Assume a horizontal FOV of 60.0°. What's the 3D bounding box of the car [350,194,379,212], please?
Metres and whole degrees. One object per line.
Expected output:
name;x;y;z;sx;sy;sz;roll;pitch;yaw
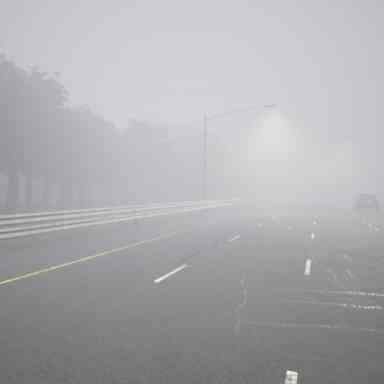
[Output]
car;19.933;1.192;38.197;2.150;2.045;5.566;0;0;21

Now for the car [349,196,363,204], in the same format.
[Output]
car;31.076;1.446;62.906;1.882;1.535;5.008;0;0;31
